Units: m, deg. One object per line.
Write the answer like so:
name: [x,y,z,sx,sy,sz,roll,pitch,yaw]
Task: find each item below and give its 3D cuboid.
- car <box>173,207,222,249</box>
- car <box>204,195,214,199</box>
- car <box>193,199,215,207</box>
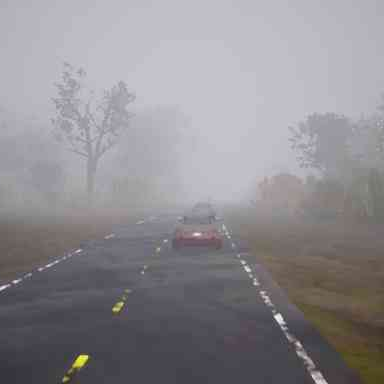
car: [0.260,1.572,14.560,1.994,1.385,4.181,0,0,2]
car: [3.949,1.479,76.752,1.994,1.385,4.181,0,0,10]
car: [1.040,1.575,29.486,1.994,1.385,4.181,0,0,4]
